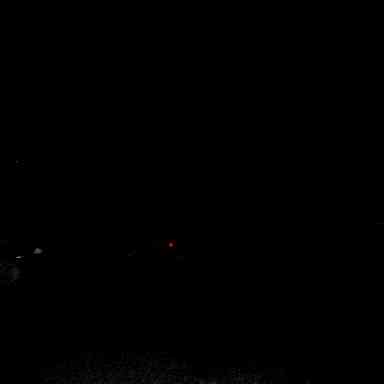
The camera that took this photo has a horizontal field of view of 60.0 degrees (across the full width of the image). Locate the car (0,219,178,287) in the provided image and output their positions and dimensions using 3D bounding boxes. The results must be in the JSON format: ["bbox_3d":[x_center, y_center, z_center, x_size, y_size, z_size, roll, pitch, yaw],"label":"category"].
[{"bbox_3d":[-3.093,1.466,9.037,5.357,1.411,2.033,1,0,-26],"label":"car"}]
